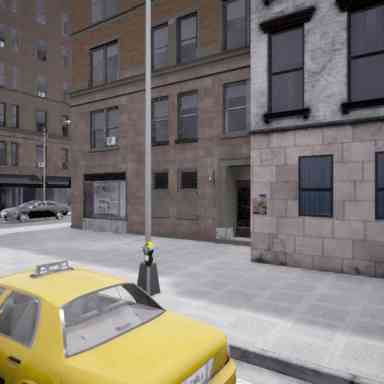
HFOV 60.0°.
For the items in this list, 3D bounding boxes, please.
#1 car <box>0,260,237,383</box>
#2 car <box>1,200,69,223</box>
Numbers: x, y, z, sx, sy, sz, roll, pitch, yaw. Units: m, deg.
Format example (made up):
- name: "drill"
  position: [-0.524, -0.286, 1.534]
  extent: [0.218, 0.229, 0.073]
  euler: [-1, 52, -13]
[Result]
- name: "car"
  position: [-1.866, 1.525, 4.077]
  extent: [4.829, 1.417, 1.752]
  euler: [0, 0, 34]
- name: "car"
  position: [-11.699, 1.402, 25.031]
  extent: [2.128, 1.511, 4.902]
  euler: [0, 0, 32]
